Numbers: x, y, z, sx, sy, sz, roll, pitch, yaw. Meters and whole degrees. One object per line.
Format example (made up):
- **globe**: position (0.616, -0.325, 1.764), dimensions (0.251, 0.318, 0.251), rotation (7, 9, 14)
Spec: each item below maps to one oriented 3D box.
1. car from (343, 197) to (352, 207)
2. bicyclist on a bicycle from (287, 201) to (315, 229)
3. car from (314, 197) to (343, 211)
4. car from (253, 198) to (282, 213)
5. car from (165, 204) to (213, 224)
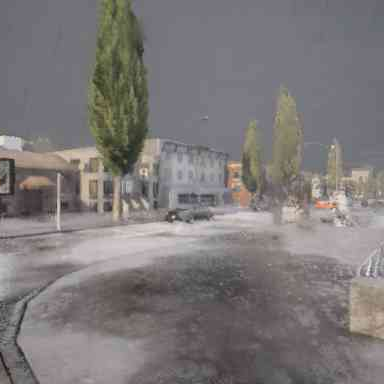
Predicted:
- **car**: position (22.769, 1.523, 50.044), dimensions (1.812, 1.442, 4.674), rotation (0, 0, 35)
- **bicyclist on a bicycle**: position (6.419, 1.348, 19.699), dimensions (1.656, 1.620, 0.582), rotation (0, 0, 35)
- **car**: position (16.982, 1.350, 41.843), dimensions (2.097, 1.767, 4.553), rotation (0, 0, 36)
- **car**: position (8.473, 1.500, 37.030), dimensions (1.837, 1.490, 4.892), rotation (0, 1, 36)
- **car**: position (-0.161, 1.561, 24.935), dimensions (1.994, 1.385, 4.181), rotation (0, 0, 35)
